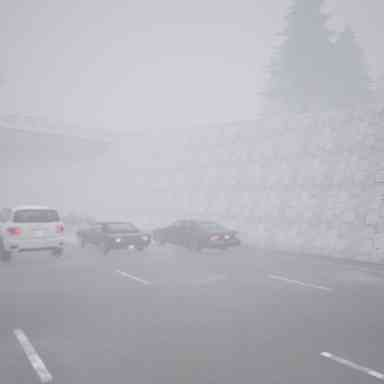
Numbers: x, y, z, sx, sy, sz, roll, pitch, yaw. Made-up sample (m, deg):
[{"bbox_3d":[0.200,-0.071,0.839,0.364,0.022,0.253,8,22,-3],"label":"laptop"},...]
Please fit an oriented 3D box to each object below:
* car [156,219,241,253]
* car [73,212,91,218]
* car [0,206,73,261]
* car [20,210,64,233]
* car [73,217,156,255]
[{"bbox_3d":[-0.009,2.040,16.341,2.033,1.411,5.357,2,-2,-37],"label":"car"},{"bbox_3d":[-10.471,2.419,30.097,1.895,1.301,4.718,2,-2,-37],"label":"car"},{"bbox_3d":[-7.155,1.597,14.219,2.150,2.045,5.566,2,-2,-37],"label":"car"},{"bbox_3d":[-11.882,2.238,26.151,2.033,1.411,5.357,2,-2,-37],"label":"car"},{"bbox_3d":[-3.853,2.042,15.633,1.895,1.301,4.718,2,-2,-37],"label":"car"}]
